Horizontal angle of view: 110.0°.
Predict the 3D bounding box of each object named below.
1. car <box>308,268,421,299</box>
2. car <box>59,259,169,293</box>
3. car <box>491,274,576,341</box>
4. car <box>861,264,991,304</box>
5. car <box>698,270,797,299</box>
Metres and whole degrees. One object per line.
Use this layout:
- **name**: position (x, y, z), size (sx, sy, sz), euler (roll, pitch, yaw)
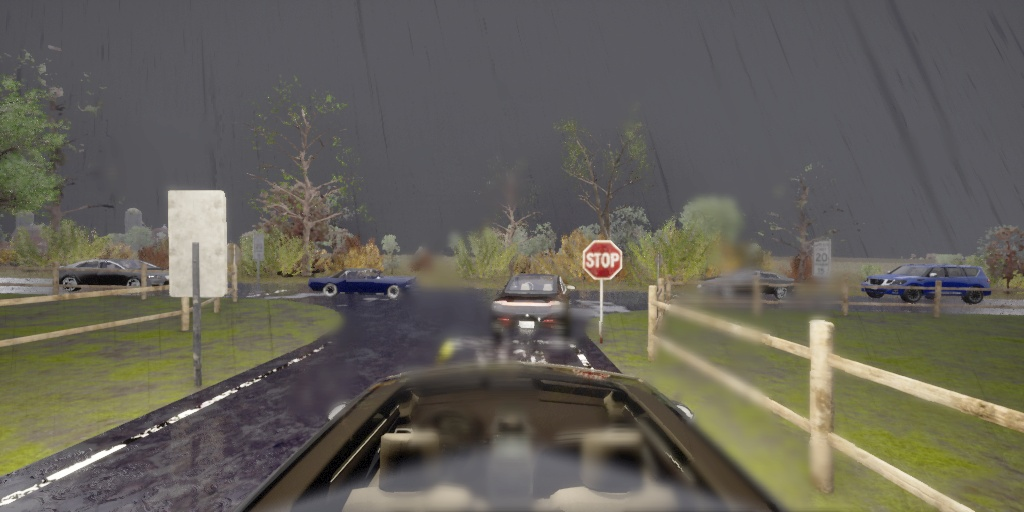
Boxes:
- **car**: position (-6.823, 1.248, 17.004), size (4.718, 1.301, 1.895), euler (1, 1, 0)
- **car**: position (-18.490, 0.885, 17.020), size (4.902, 1.511, 2.128), euler (1, 1, 0)
- **car**: position (0.706, 1.240, 9.973), size (2.128, 1.511, 4.902), euler (0, 0, 9)
- **car**: position (22.899, 1.466, 19.922), size (5.566, 2.045, 2.150), euler (1, 1, 0)
- **car**: position (13.003, 1.525, 19.932), size (4.902, 1.511, 2.128), euler (1, 1, 0)
